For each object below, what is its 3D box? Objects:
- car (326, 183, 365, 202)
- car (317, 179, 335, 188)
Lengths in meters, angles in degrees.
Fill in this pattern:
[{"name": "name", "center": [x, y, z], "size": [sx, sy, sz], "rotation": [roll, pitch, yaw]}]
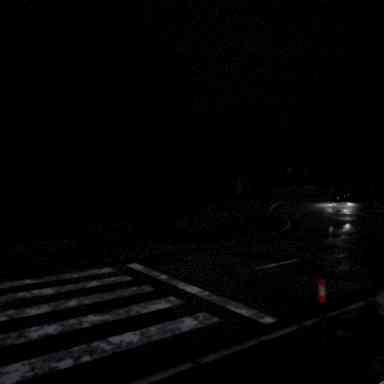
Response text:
[{"name": "car", "center": [14.902, 0.096, 31.777], "size": [1.837, 1.490, 4.892], "rotation": [-3, 2, 45]}, {"name": "car", "center": [23.952, -1.532, 59.490], "size": [1.882, 1.535, 5.008], "rotation": [-3, 1, 5]}]
